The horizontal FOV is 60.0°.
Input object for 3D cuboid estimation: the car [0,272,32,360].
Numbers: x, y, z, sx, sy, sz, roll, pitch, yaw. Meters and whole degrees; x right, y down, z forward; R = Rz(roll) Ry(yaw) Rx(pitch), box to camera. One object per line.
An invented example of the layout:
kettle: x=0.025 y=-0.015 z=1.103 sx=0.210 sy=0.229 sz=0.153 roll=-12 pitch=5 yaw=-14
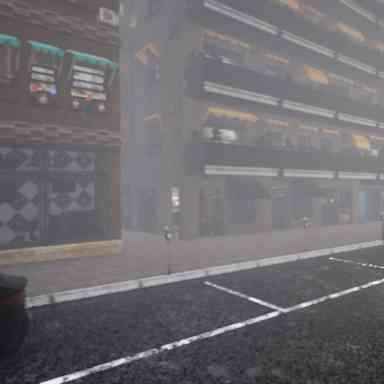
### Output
car: x=-4.118 y=1.557 z=3.634 sx=4.313 sy=1.339 sz=1.947 roll=0 pitch=-1 yaw=-36
